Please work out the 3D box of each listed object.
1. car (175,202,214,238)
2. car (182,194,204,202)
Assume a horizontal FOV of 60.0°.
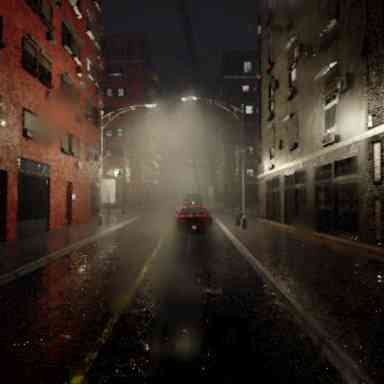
[{"bbox_3d":[0.103,1.497,17.803,1.882,1.535,5.008,0,-1,0],"label":"car"},{"bbox_3d":[0.122,1.251,37.355,2.150,2.045,5.566,0,0,0],"label":"car"}]
